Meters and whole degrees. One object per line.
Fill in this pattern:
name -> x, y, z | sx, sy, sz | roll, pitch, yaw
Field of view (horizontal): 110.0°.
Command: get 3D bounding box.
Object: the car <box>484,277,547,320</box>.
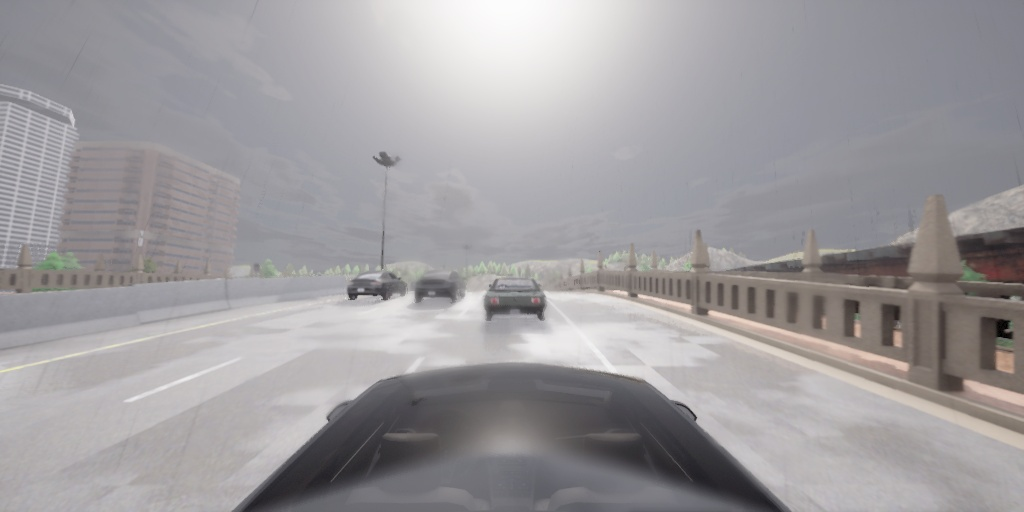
car -> 0.101, 1.377, 12.613 | 1.895, 1.301, 4.718 | 0, -1, 0

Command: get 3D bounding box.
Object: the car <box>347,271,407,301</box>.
car -> -6.899, 1.494, 18.669 | 1.812, 1.442, 4.674 | 0, -3, 0

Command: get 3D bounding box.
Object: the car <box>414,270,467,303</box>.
car -> -3.398, 1.426, 17.599 | 1.837, 1.490, 4.892 | 0, -2, 0
